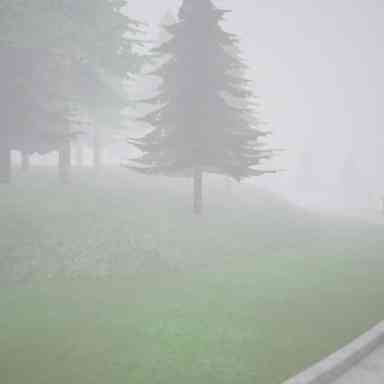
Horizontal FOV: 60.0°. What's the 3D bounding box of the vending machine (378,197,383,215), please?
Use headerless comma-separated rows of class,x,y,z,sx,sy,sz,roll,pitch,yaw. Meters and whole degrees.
vending machine,23.260,1.653,40.158,1.100,2.100,0.880,0,0,0
